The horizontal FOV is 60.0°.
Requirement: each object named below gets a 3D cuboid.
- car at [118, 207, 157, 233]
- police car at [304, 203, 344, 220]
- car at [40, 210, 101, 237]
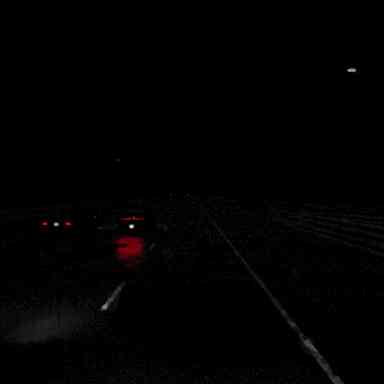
[{"bbox_3d":[-3.394,1.703,21.056,1.837,1.490,4.892,0,-1,0],"label":"car"},{"bbox_3d":[10.793,1.771,28.547,1.930,1.638,5.238,0,-1,-12],"label":"police car"},{"bbox_3d":[-6.889,1.730,19.386,2.033,1.411,5.357,0,-1,0],"label":"car"}]
